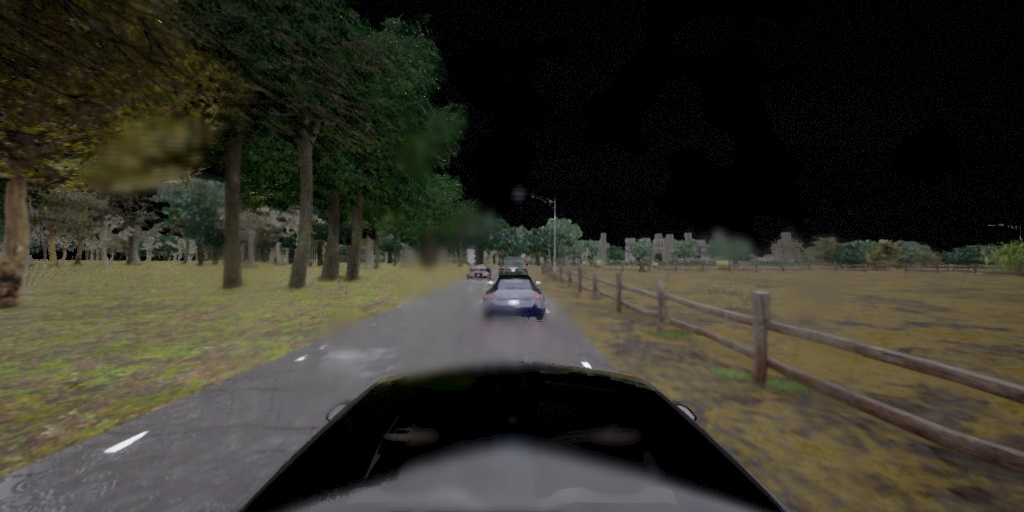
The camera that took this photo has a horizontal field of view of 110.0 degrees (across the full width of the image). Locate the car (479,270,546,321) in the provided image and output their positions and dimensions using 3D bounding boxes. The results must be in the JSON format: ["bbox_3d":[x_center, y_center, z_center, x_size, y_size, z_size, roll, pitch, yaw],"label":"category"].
[{"bbox_3d":[0.088,1.361,12.659,1.994,1.385,4.181,0,0,0],"label":"car"}]

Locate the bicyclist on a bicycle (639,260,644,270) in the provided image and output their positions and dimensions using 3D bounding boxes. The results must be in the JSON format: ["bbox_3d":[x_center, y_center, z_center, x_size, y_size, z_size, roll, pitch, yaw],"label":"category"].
[{"bbox_3d":[19.908,1.502,55.333,0.582,1.620,1.656,0,-1,0],"label":"bicyclist on a bicycle"}]

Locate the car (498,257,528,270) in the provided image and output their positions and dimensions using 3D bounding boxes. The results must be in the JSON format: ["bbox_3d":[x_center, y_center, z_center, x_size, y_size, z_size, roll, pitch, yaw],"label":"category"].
[{"bbox_3d":[0.091,1.107,27.786,2.150,2.045,5.566,0,0,0],"label":"car"}]

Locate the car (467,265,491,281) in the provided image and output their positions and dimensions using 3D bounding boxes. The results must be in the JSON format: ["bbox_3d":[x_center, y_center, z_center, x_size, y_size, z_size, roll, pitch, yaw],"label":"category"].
[{"bbox_3d":[-2.848,1.481,32.329,1.994,1.385,4.181,0,0,0],"label":"car"}]
